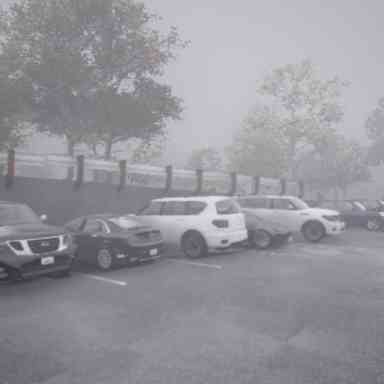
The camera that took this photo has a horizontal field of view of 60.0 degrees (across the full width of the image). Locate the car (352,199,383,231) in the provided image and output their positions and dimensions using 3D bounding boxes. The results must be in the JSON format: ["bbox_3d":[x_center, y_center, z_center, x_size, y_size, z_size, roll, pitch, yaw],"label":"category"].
[{"bbox_3d":[9.209,1.263,19.603,4.553,1.767,2.185,-1,-1,35],"label":"car"}]

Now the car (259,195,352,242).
[{"bbox_3d":[4.335,1.169,16.071,5.566,2.045,2.435,-1,-1,35],"label":"car"}]

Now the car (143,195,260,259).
[{"bbox_3d":[-0.638,1.201,12.596,5.566,2.045,2.435,-1,0,34],"label":"car"}]

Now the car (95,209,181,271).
[{"bbox_3d":[-3.071,1.469,10.806,4.892,1.521,2.231,-1,0,35],"label":"car"}]

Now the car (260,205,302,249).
[{"bbox_3d":[1.878,1.465,14.312,4.792,1.488,2.163,-1,-1,35],"label":"car"}]

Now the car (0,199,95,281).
[{"bbox_3d":[-5.512,1.232,9.048,5.566,2.045,2.435,-1,-1,35],"label":"car"}]
